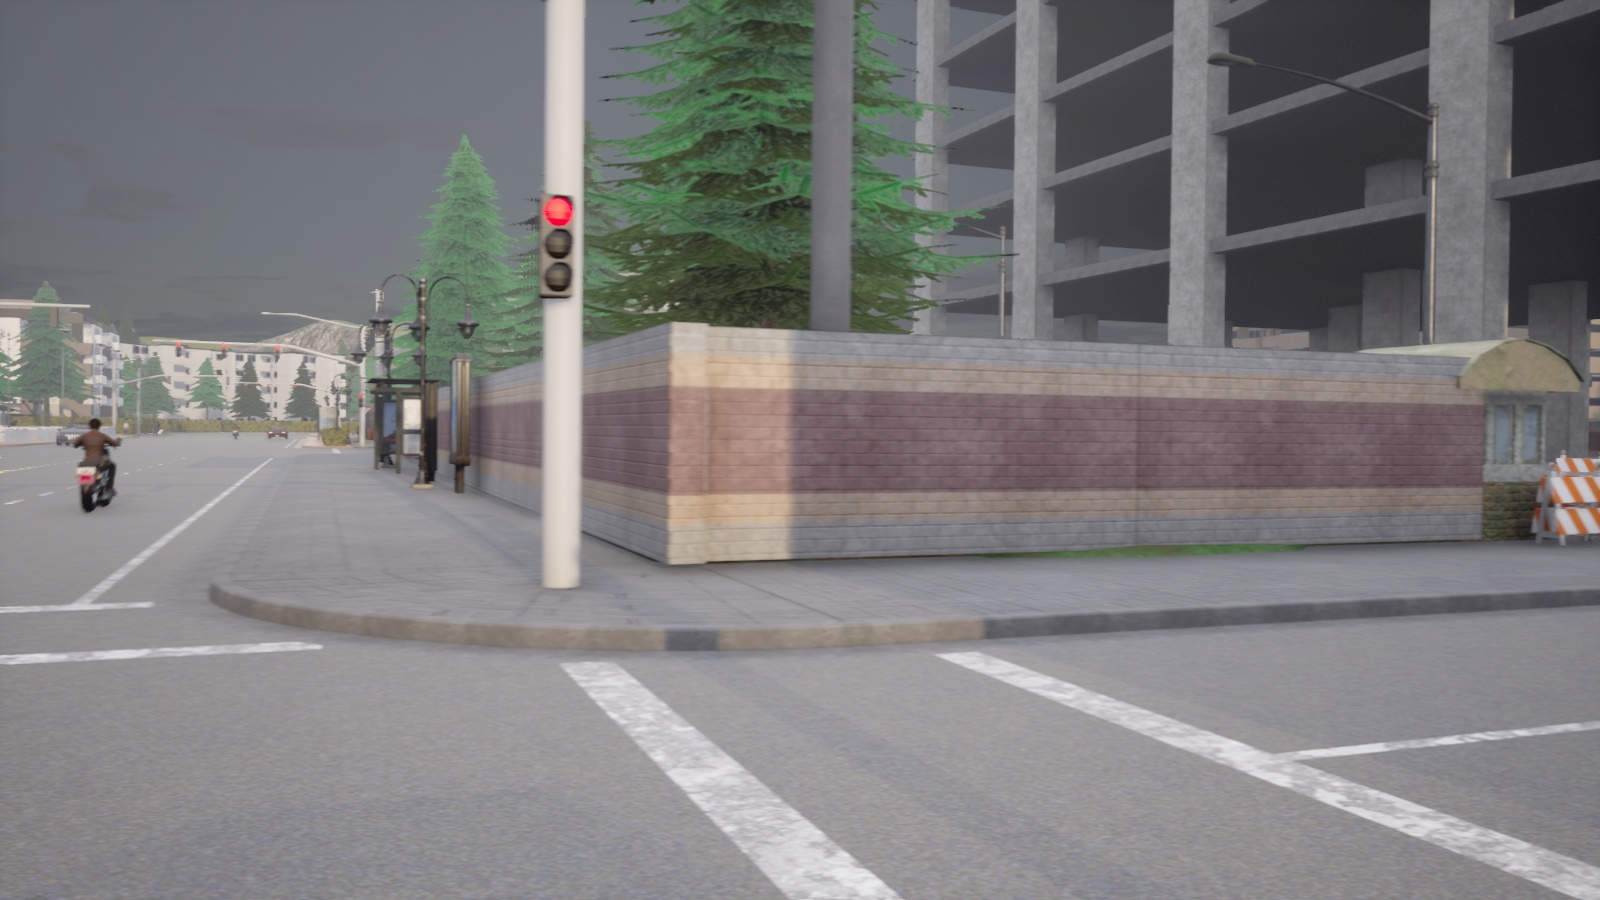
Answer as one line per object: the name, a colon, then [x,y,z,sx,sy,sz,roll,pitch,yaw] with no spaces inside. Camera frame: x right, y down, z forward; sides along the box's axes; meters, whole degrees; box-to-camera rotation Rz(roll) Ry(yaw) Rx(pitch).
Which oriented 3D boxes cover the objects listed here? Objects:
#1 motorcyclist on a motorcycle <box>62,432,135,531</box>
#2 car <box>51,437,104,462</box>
motorcyclist on a motorcycle: [-12.397,0.520,22.251,0.766,1.649,2.350,-1,1,-21]
car: [-45.863,-0.048,79.814,2.128,1.511,4.902,-1,1,-21]
